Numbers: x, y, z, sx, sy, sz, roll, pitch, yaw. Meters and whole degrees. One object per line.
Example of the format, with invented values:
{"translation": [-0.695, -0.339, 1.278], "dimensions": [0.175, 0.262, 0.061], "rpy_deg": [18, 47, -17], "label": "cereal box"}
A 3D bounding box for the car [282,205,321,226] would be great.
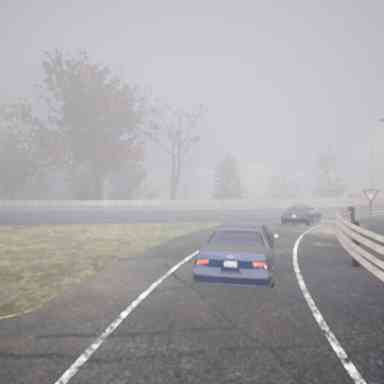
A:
{"translation": [7.877, 1.586, 23.809], "dimensions": [1.994, 1.385, 4.181], "rpy_deg": [0, 0, 33], "label": "car"}

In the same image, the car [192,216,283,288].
{"translation": [1.407, 1.556, 9.373], "dimensions": [2.033, 1.411, 5.357], "rpy_deg": [0, 0, 14], "label": "car"}
